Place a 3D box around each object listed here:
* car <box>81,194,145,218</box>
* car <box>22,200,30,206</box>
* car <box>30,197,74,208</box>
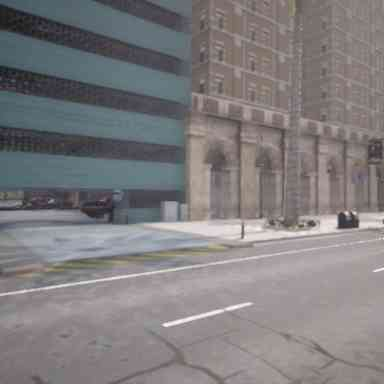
[{"bbox_3d":[-6.848,1.191,29.527,5.566,2.045,2.435,1,-1,-36],"label":"car"},{"bbox_3d":[-24.735,1.589,53.738,4.786,1.482,2.161,1,-1,-36],"label":"car"},{"bbox_3d":[-18.311,1.626,44.070,4.718,1.301,1.895,1,-1,-36],"label":"car"}]
